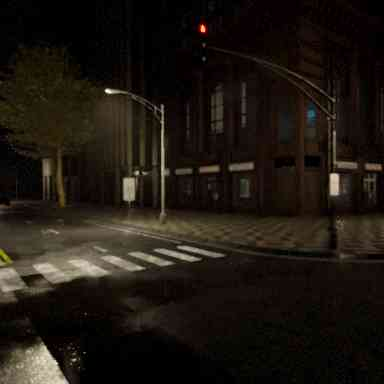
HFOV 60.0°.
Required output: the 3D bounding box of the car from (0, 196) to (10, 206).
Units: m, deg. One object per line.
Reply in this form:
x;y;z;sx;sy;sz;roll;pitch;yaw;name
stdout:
-28.951;1.420;50.644;1.837;1.490;4.892;-1;0;-36;car
